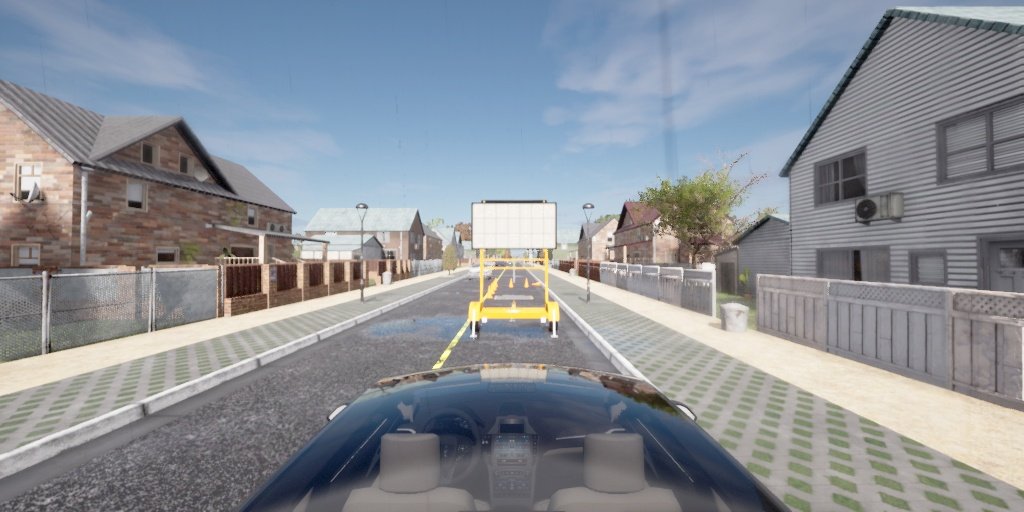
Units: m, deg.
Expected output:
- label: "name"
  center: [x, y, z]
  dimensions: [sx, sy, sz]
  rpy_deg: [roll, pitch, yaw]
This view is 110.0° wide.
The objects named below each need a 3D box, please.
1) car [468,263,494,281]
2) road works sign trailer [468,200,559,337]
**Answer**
- label: "car"
  center: [-2.695, 1.315, 31.133]
  dimensions: [1.812, 1.442, 4.674]
  rpy_deg: [0, 0, 0]
- label: "road works sign trailer"
  center: [0.060, 0.218, 10.240]
  dimensions: [2.380, 3.560, 2.880]
  rpy_deg: [0, 0, 1]
